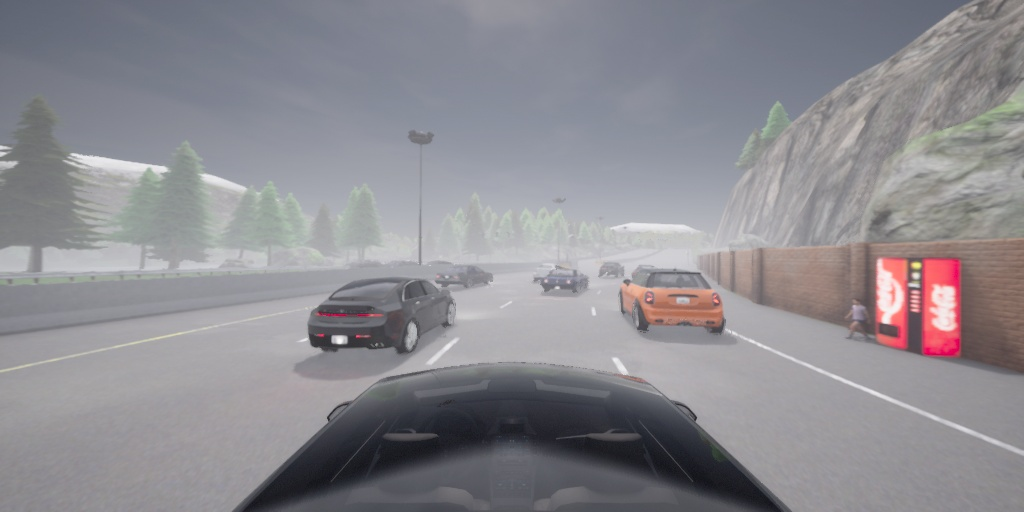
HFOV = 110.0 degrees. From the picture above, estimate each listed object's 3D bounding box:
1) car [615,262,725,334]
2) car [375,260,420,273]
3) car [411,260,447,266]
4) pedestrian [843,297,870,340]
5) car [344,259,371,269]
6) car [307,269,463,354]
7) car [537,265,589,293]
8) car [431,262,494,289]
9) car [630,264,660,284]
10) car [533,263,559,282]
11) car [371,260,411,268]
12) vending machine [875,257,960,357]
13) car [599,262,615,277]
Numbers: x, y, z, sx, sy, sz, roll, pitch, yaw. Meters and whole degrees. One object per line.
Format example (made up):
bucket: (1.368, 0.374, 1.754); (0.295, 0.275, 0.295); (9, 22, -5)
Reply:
car: (4.622, 1.140, 11.062); (2.097, 1.767, 4.553); (0, 0, 9)
car: (-13.674, 1.236, 43.158); (2.033, 1.411, 5.357); (0, 0, 26)
car: (-8.153, 1.228, 38.511); (1.837, 1.490, 4.892); (0, -1, 26)
pedestrian: (8.480, 1.486, 8.767); (0.500, 1.100, 0.500); (0, 0, 8)
car: (-17.700, 1.154, 42.879); (2.128, 1.511, 4.902); (0, 0, 26)
car: (-2.785, 1.241, 8.765); (1.837, 1.490, 4.892); (0, 0, 7)
car: (3.245, 1.388, 21.002); (1.895, 1.301, 4.718); (0, 0, 22)
car: (-3.002, 1.292, 23.490); (2.033, 1.411, 5.357); (0, 0, 20)
car: (10.973, 1.407, 29.359); (1.994, 1.385, 4.181); (0, 0, 25)
car: (3.152, 1.316, 29.128); (1.812, 1.442, 4.674); (0, 0, 24)
car: (-12.115, 1.188, 38.356); (2.128, 1.511, 4.902); (0, 0, 26)
vending machine: (8.914, 1.009, 7.896); (1.100, 2.100, 0.880); (0, 0, 8)
car: (10.025, 1.352, 35.881); (1.837, 1.490, 4.892); (0, 0, 27)
